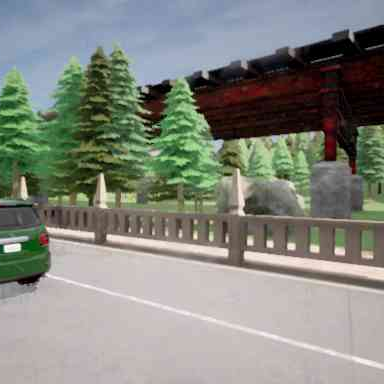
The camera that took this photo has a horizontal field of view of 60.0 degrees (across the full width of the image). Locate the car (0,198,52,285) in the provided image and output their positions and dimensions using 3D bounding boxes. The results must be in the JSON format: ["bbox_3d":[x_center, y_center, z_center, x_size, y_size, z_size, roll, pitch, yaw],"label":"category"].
[{"bbox_3d":[-5.689,1.163,8.067,5.566,2.045,2.150,1,0,36],"label":"car"}]
